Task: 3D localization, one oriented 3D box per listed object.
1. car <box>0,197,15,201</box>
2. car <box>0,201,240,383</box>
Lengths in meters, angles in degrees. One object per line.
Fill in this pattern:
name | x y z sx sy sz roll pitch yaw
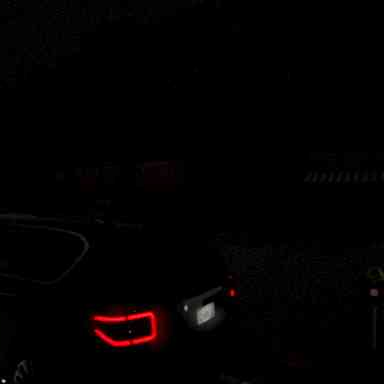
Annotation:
car | -20.293 1.312 37.078 2.033 1.411 5.357 1 2 36
car | -2.057 1.249 4.685 5.566 2.045 2.150 0 0 35
